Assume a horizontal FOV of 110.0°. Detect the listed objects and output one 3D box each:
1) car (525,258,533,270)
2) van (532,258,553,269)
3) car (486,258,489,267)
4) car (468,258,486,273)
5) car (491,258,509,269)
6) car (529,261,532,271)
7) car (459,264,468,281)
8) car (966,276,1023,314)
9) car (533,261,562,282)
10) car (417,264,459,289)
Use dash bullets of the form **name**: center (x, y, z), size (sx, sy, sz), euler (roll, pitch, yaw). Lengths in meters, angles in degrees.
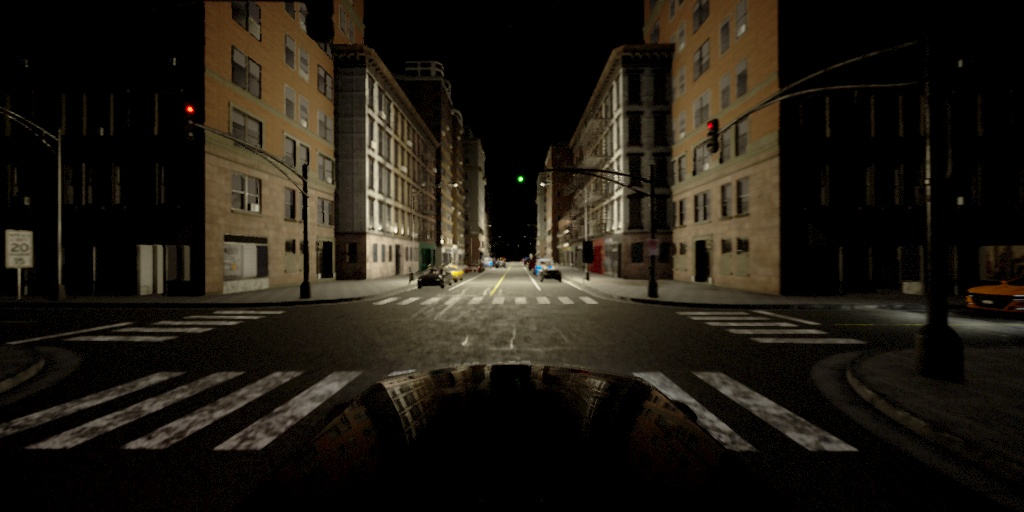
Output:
- **car**: center (3.361, 1.194, 50.899), size (2.192, 1.841, 5.009), euler (0, 0, 1)
- **van**: center (3.129, 1.173, 34.682), size (1.690, 1.789, 3.998), euler (0, 0, 1)
- **car**: center (-4.701, 1.446, 50.841), size (1.751, 1.417, 4.829), euler (0, 0, 1)
- **car**: center (-4.769, 1.344, 45.606), size (1.967, 1.591, 4.097), euler (0, 0, 1)
- **car**: center (-1.909, 1.478, 60.150), size (2.033, 1.411, 5.357), euler (0, 0, 1)
- **car**: center (3.206, 1.430, 40.088), size (1.802, 1.307, 4.207), euler (0, 0, 1)
- **car**: center (-4.985, 1.382, 29.218), size (1.751, 1.417, 4.829), euler (0, 0, 1)
- **car**: center (18.471, 1.274, 12.019), size (5.008, 1.535, 1.882), euler (0, 0, 1)
- **car**: center (3.051, 1.367, 29.277), size (2.007, 1.370, 4.403), euler (0, 0, 1)
- **car**: center (-5.053, 1.392, 23.983), size (2.007, 1.370, 4.403), euler (0, 0, 1)
